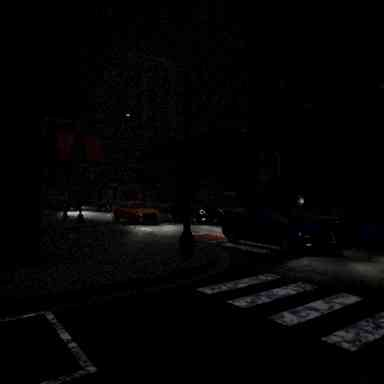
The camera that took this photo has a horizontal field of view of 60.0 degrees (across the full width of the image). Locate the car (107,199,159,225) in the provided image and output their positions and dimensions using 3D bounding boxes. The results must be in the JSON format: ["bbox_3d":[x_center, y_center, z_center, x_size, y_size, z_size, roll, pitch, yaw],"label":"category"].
[{"bbox_3d":[-4.222,1.447,24.525,1.882,1.535,5.008,0,0,-36],"label":"car"}]

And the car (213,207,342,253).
[{"bbox_3d":[3.338,1.467,14.019,1.882,1.535,5.008,0,0,-36],"label":"car"}]

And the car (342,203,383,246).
[{"bbox_3d":[8.077,1.343,12.998,2.097,1.767,4.553,0,0,-36],"label":"car"}]

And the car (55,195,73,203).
[{"bbox_3d":[-25.126,1.379,65.026,2.128,1.511,4.902,0,0,-36],"label":"car"}]

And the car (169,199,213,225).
[{"bbox_3d":[0.235,1.321,23.890,2.097,1.767,4.553,0,0,-36],"label":"car"}]

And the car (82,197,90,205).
[{"bbox_3d":[-19.053,1.509,56.598,1.895,1.301,4.718,0,0,-36],"label":"car"}]

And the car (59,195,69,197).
[{"bbox_3d":[-18.716,1.500,50.388,1.994,1.385,4.181,0,0,-36],"label":"car"}]

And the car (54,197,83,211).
[{"bbox_3d":[-14.794,1.543,39.242,1.895,1.301,4.718,0,0,-36],"label":"car"}]

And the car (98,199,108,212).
[{"bbox_3d":[-8.822,1.472,36.489,1.812,1.442,4.674,0,0,-36],"label":"car"}]
